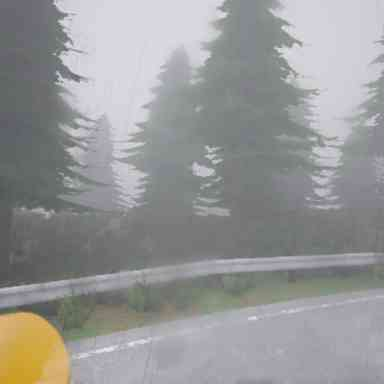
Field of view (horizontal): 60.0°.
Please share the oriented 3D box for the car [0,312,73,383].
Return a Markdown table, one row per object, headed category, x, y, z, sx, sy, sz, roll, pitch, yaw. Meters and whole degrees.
| category | x | y | z | sx | sy | sz | roll | pitch | yaw |
| --- | --- | --- | --- | --- | --- | --- | --- | --- | --- |
| car | -3.011 | 1.421 | 1.192 | 5.008 | 1.535 | 1.882 | 1 | 0 | -36 |
